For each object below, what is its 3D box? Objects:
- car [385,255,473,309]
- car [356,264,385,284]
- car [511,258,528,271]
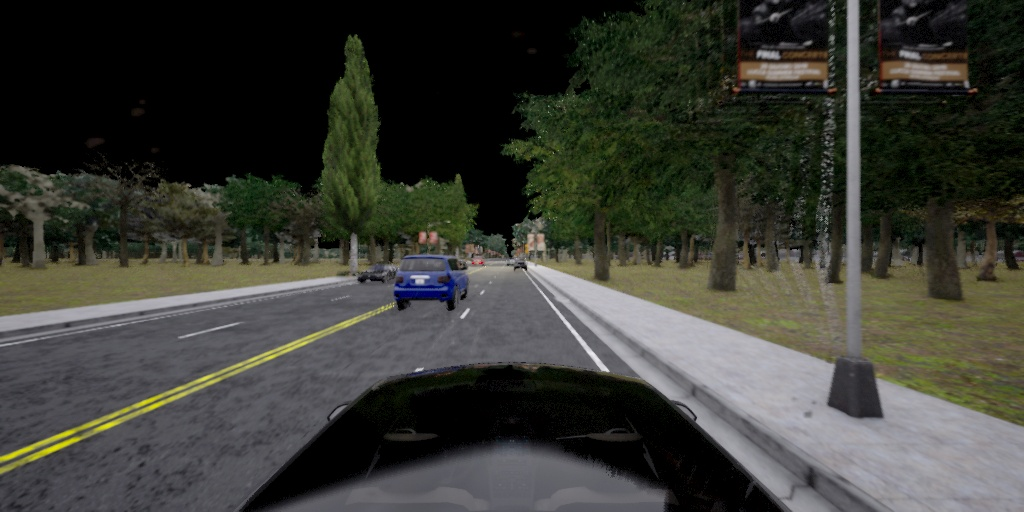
[{"bbox_3d":[-3.150,0.973,14.954,2.150,2.045,5.566,0,0,0],"label":"car"},{"bbox_3d":[-9.848,1.300,27.249,2.033,1.411,5.357,0,0,0],"label":"car"},{"bbox_3d":[1.138,1.260,48.720,1.837,1.490,4.892,0,0,0],"label":"car"}]
